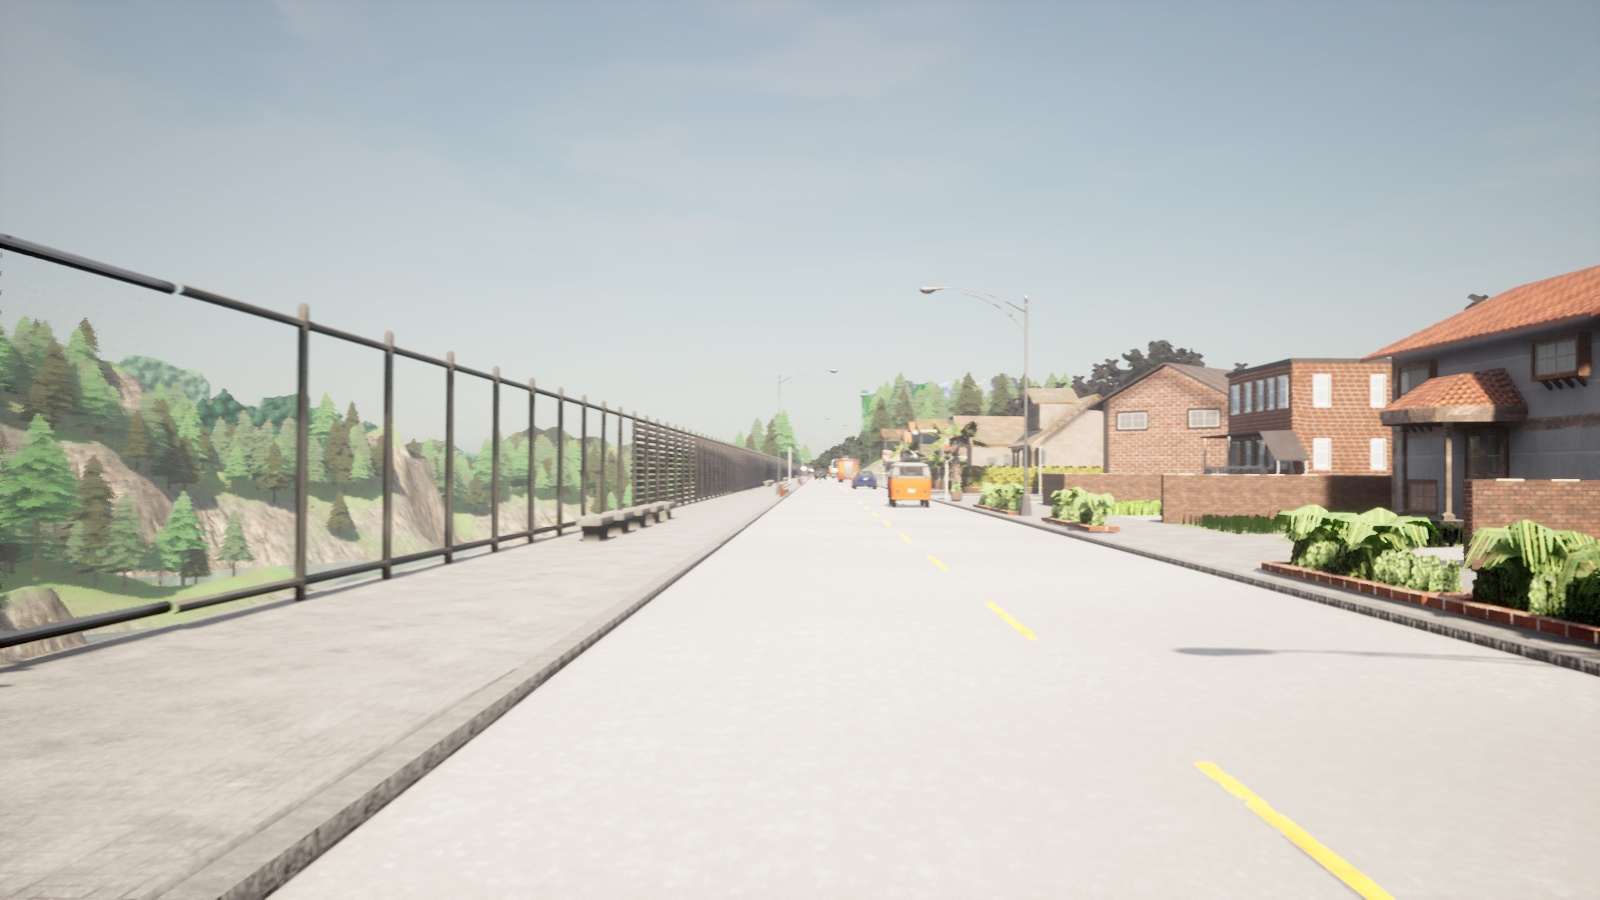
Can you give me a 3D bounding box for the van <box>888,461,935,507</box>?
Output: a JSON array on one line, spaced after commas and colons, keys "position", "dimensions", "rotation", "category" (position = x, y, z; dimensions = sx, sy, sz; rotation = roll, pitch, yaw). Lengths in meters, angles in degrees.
[{"position": [5.007, 1.523, 56.870], "dimensions": [1.775, 1.987, 4.442], "rotation": [0, -1, 1], "category": "van"}]
